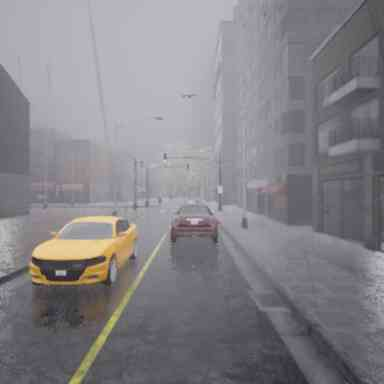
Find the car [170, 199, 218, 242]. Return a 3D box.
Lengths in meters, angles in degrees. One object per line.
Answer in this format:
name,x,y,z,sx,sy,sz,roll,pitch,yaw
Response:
car,0.105,1.320,16.281,2.097,1.767,4.553,0,0,0

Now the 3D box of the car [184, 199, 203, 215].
car,0.110,1.476,34.388,1.812,1.442,4.674,0,0,0

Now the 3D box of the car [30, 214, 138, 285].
car,-2.796,1.458,9.635,1.882,1.535,5.008,0,0,0
